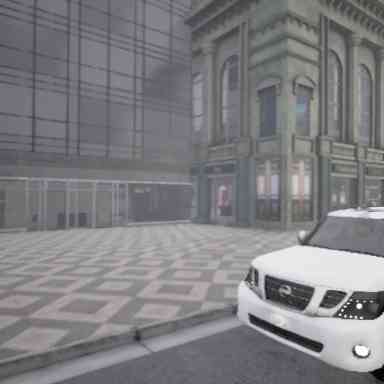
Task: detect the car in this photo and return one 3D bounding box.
[{"bbox_3d":[3.353,1.288,5.762,5.566,2.045,2.150,1,0,-35],"label":"car"}]
